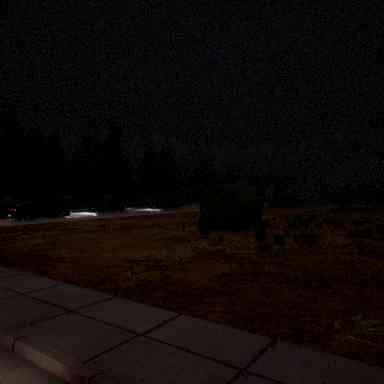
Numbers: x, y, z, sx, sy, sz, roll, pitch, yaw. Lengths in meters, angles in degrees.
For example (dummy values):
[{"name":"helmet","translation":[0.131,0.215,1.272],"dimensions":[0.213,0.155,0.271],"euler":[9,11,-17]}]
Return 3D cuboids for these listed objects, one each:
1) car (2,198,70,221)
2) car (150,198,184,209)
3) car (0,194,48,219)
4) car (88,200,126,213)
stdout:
[{"name":"car","translation":[-12.502,1.531,27.427],"dimensions":[1.837,1.490,4.892],"euler":[0,0,36]},{"name":"car","translation":[-3.375,1.574,46.056],"dimensions":[2.033,1.411,5.357],"euler":[0,0,37]},{"name":"car","translation":[-15.468,1.248,29.695],"dimensions":[2.150,2.045,5.566],"euler":[0,0,36]},{"name":"car","translation":[-9.573,1.591,37.673],"dimensions":[1.994,1.385,4.181],"euler":[0,0,37]}]
